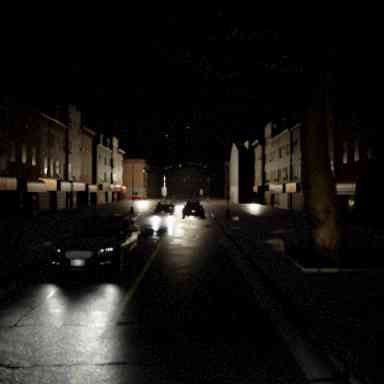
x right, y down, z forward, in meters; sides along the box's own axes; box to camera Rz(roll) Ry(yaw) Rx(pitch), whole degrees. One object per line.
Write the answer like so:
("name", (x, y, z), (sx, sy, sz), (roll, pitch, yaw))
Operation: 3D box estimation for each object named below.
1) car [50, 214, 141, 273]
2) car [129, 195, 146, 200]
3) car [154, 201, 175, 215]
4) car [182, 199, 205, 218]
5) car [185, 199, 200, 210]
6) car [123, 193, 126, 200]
("car", (-2.835, 1.494, 10.714), (2.128, 1.511, 4.902), (0, 0, 0))
("car", (-14.621, 1.483, 88.985), (4.507, 1.381, 1.887), (0, -1, 0))
("car", (-2.767, 1.606, 33.889), (1.895, 1.301, 4.718), (0, 0, 1))
("car", (0.113, 1.569, 29.777), (1.994, 1.385, 4.181), (0, 0, 0))
("car", (0.129, 1.608, 44.311), (1.895, 1.301, 4.718), (0, 0, 0))
("car", (-20.053, 1.215, 88.983), (5.009, 1.841, 2.192), (0, -1, 0))
